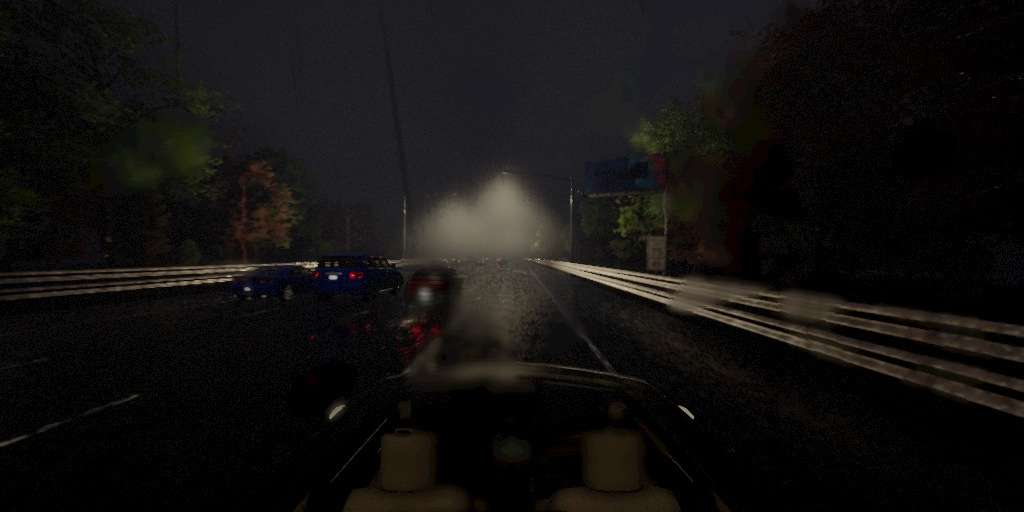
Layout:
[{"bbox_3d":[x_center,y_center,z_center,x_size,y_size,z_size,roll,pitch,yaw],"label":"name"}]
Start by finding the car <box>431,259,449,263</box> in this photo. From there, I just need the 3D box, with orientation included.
[{"bbox_3d":[-9.709,1.161,48.157,2.128,1.511,4.902,0,0,1],"label":"car"}]

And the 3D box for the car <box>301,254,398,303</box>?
[{"bbox_3d":[-6.801,0.916,16.412,2.150,2.045,5.566,0,0,1],"label":"car"}]

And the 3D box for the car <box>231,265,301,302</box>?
[{"bbox_3d":[-10.301,1.144,16.503,1.882,1.535,5.008,0,0,1],"label":"car"}]

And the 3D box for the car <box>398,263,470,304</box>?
[{"bbox_3d":[-3.311,1.228,16.232,1.837,1.490,4.892,0,0,1],"label":"car"}]
